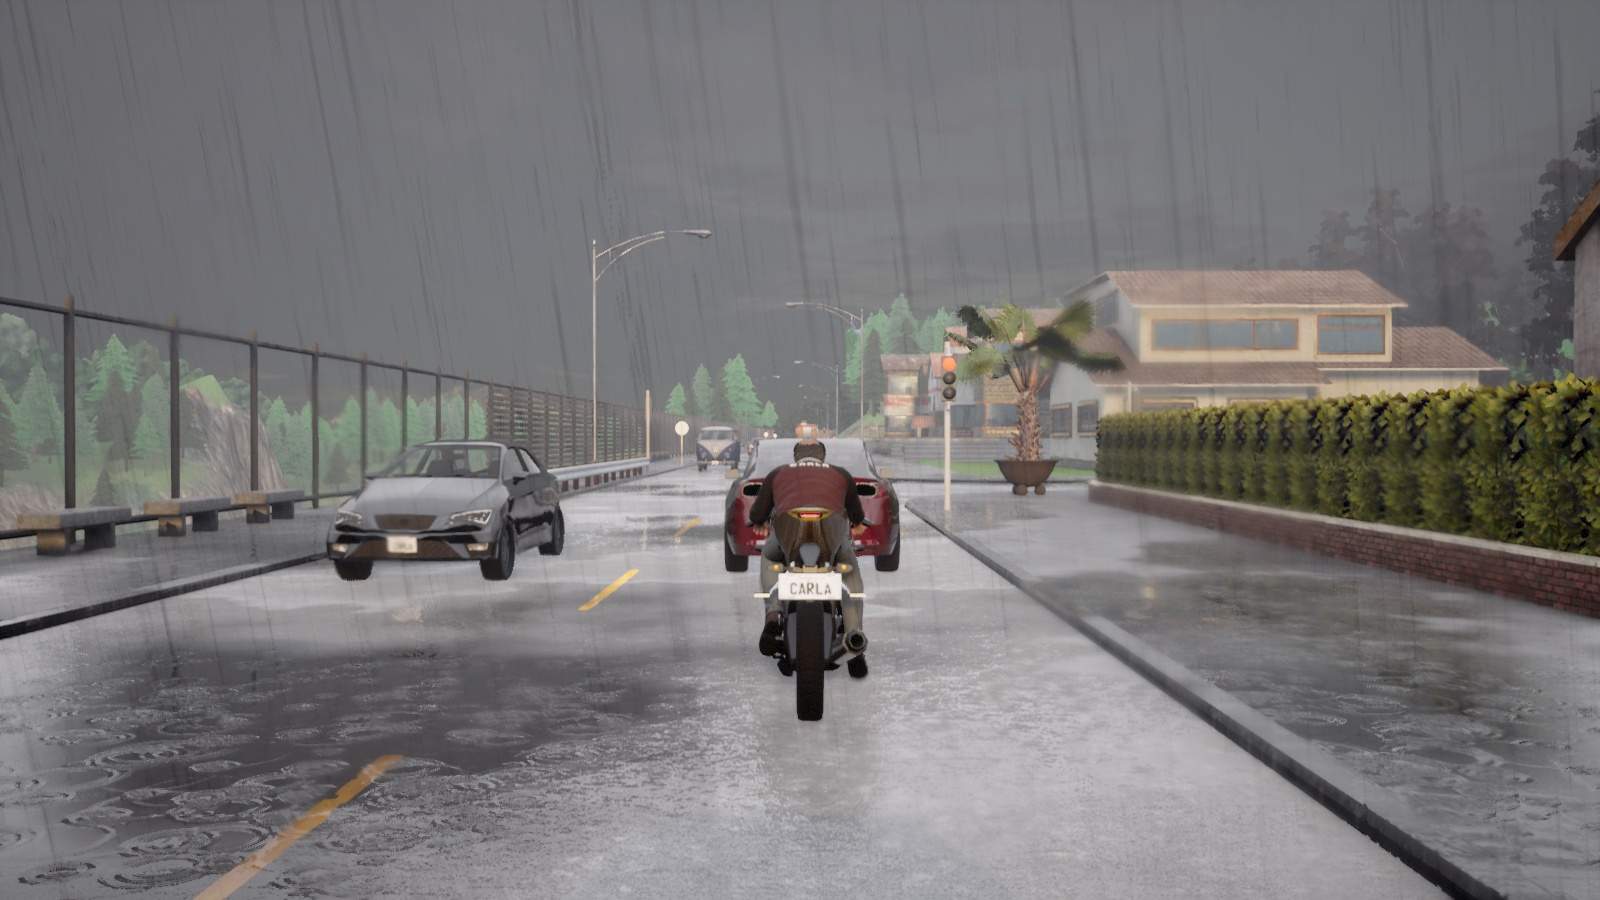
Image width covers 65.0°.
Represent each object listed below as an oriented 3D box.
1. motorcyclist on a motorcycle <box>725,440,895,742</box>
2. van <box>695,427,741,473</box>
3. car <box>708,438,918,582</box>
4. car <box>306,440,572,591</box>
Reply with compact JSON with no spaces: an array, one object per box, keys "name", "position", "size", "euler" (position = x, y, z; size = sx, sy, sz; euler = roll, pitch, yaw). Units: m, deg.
[{"name":"motorcyclist on a motorcycle","position":[0.057,0.711,7.498],"size":[0.866,1.530,2.191],"euler":[0,1,0]},{"name":"van","position":[-3.672,-0.036,56.805],"size":[1.775,1.987,4.442],"euler":[0,1,0]},{"name":"car","position":[0.124,0.602,15.371],"size":[2.163,1.488,4.792],"euler":[0,1,0]},{"name":"car","position":[-3.906,0.622,14.372],"size":[1.816,1.474,4.193],"euler":[0,1,0]}]
